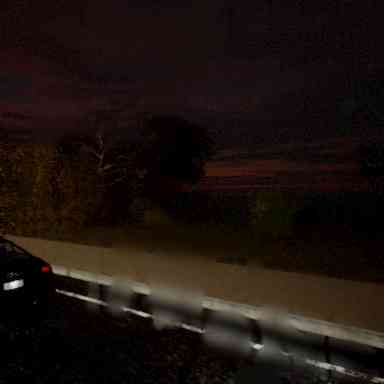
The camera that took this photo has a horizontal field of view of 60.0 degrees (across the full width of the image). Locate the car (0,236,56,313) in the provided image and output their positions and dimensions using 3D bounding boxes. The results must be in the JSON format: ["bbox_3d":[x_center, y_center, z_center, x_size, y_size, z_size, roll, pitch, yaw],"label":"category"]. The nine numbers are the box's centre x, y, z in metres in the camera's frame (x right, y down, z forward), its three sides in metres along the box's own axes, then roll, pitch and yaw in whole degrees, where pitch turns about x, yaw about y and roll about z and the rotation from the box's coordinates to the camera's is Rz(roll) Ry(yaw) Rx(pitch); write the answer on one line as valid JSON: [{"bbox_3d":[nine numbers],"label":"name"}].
[{"bbox_3d":[-4.788,1.639,7.097,4.181,1.385,1.994,-1,0,36],"label":"car"}]
